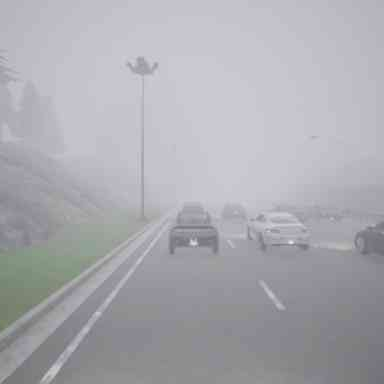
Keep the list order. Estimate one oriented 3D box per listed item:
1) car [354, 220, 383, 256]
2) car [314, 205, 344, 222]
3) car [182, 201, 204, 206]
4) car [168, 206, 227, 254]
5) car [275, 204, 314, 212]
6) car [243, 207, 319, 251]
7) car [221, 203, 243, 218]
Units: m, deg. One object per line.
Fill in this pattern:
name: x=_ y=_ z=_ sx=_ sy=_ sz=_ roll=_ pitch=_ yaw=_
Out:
car: x=7.051 y=1.539 z=10.675 sx=1.837 sy=1.490 sz=4.892 roll=0 pitch=-1 yaw=1
car: x=10.565 y=1.692 z=27.326 sx=1.895 sy=1.301 sz=4.718 roll=0 pitch=0 yaw=0
car: x=0.083 y=1.579 z=30.312 sx=1.882 sy=1.535 sz=5.008 roll=0 pitch=0 yaw=0
car: x=0.072 y=1.539 z=13.757 sx=2.128 sy=1.511 sz=4.902 roll=0 pitch=0 yaw=0
car: x=7.047 y=1.631 z=25.042 sx=2.033 sy=1.411 sz=5.357 roll=0 pitch=0 yaw=1
car: x=3.571 y=1.573 z=14.303 sx=1.812 sy=1.442 sz=4.674 roll=0 pitch=0 yaw=0
car: x=3.577 y=1.662 z=29.260 sx=1.994 sy=1.385 sz=4.181 roll=0 pitch=0 yaw=0
